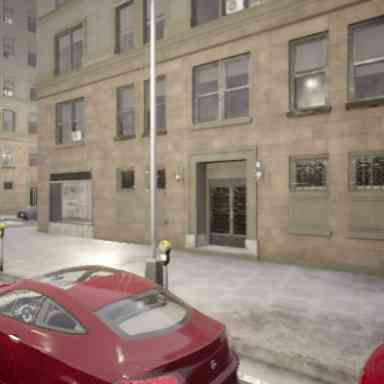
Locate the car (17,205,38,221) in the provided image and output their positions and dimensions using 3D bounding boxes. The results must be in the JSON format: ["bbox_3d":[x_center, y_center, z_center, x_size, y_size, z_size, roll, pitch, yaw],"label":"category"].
[{"bbox_3d":[-11.297,1.487,25.987,1.994,1.385,4.181,0,0,35],"label":"car"}]

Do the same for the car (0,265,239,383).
[{"bbox_3d":[-1.476,1.580,4.020,4.206,1.307,1.802,0,0,35],"label":"car"}]

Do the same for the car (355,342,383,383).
[{"bbox_3d":[3.044,1.317,0.798,5.009,1.841,2.192,0,0,35],"label":"car"}]
